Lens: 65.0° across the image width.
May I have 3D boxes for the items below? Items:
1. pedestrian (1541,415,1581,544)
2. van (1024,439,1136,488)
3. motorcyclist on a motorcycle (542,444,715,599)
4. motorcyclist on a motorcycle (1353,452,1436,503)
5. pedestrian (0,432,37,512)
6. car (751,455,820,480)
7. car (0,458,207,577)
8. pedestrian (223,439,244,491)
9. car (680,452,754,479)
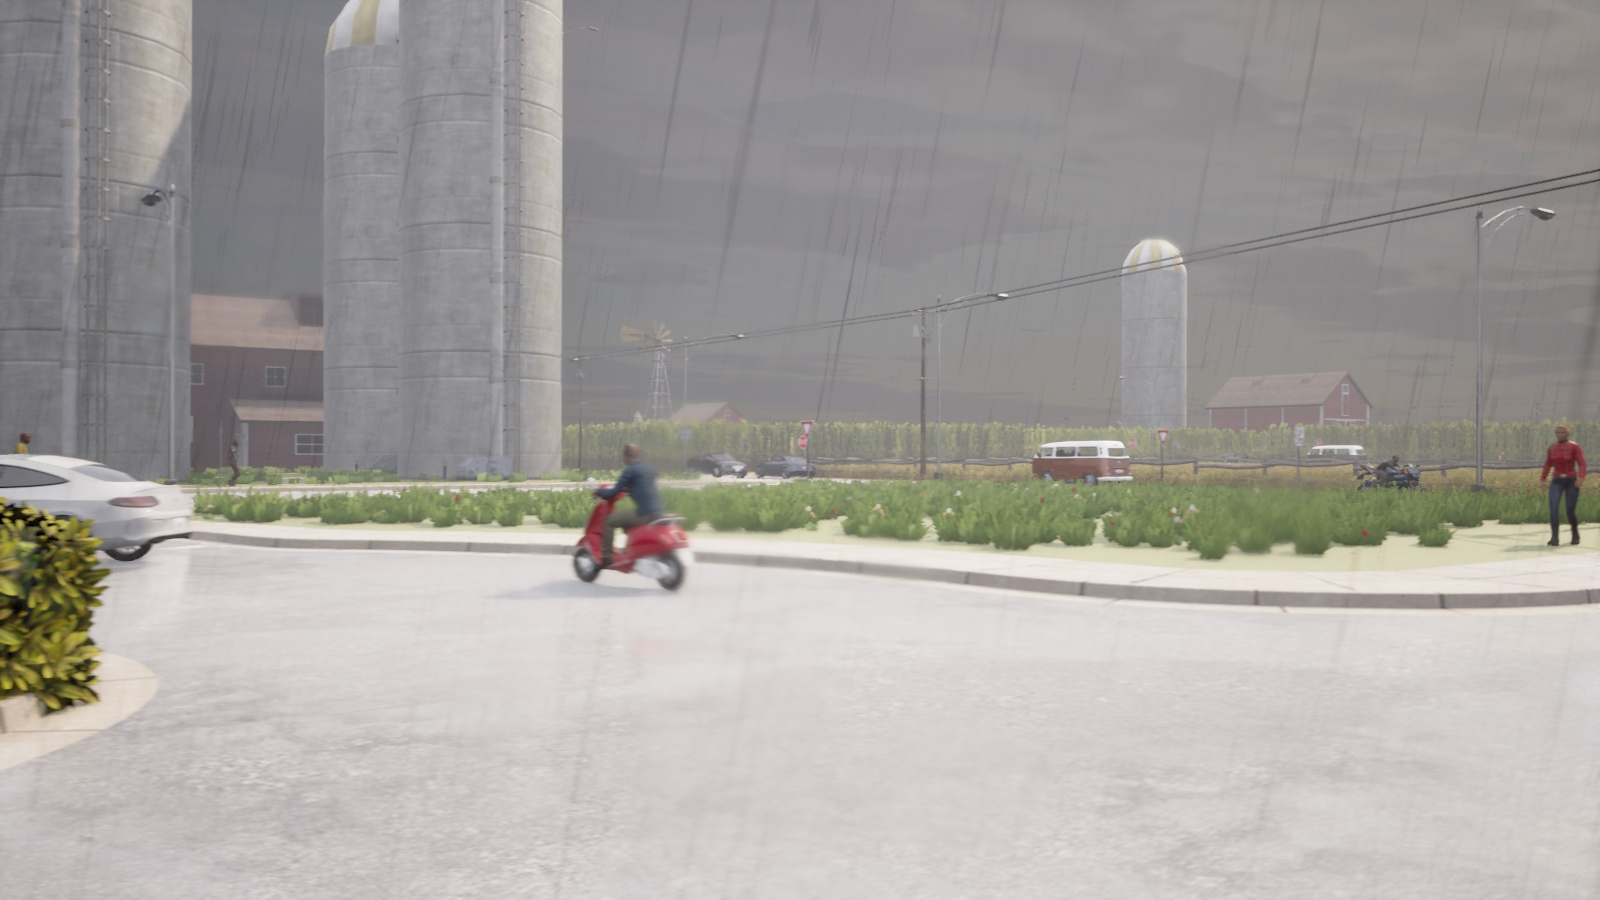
[{"bbox_3d":[11.073,0.419,18.265,0.636,1.846,0.331,0,0,-43],"label":"pedestrian"},{"bbox_3d":[12.087,0.576,54.398,2.069,2.038,4.480,0,0,-35],"label":"van"},{"bbox_3d":[-1.900,0.736,13.811,1.817,1.590,0.866,0,0,38],"label":"motorcyclist on a motorcycle"},{"bbox_3d":[18.487,0.836,39.119,0.866,1.530,2.191,0,0,-35],"label":"motorcyclist on a motorcycle"},{"bbox_3d":[-18.276,0.511,29.334,0.726,1.835,0.370,0,0,-36],"label":"pedestrian"},{"bbox_3d":[-0.893,0.990,73.191,1.994,1.385,4.181,0,0,-35],"label":"car"},{"bbox_3d":[-10.418,0.832,16.201,4.674,1.442,1.812,0,0,-3],"label":"car"},{"bbox_3d":[-21.273,0.561,47.168,0.692,1.930,0.395,0,0,-23],"label":"pedestrian"},{"bbox_3d":[-4.857,0.890,72.809,2.128,1.511,4.902,0,0,-34],"label":"car"}]
